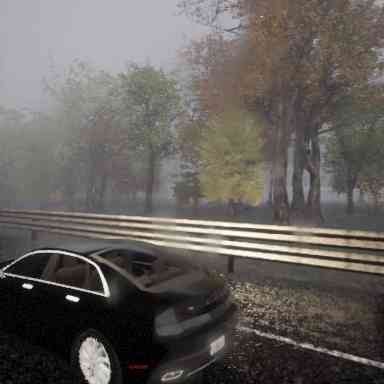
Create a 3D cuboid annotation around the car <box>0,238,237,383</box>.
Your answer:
[{"bbox_3d":[-1.686,1.487,5.188,4.892,1.490,1.837,0,0,35],"label":"car"}]
